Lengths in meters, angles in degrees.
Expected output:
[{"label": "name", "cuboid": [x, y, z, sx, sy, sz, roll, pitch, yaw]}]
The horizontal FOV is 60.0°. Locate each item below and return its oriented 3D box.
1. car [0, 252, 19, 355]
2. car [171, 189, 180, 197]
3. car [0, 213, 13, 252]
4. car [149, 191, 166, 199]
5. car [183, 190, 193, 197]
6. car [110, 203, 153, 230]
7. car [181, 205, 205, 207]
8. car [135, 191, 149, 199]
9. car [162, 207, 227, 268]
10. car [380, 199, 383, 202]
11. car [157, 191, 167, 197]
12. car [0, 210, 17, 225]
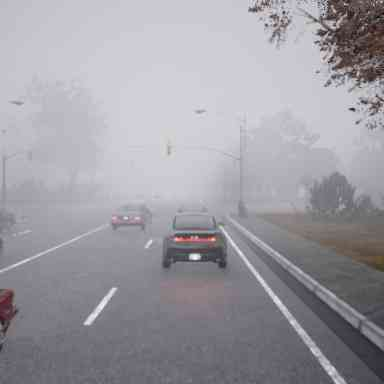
[{"label": "car", "cuboid": [-3.402, 1.592, 2.638, 1.895, 1.301, 4.718, 0, 0, 0]}, {"label": "car", "cuboid": [-4.240, 0.482, 87.381, 2.128, 1.511, 4.902, 0, 1, -4]}, {"label": "car", "cuboid": [-7.114, 1.514, 9.132, 1.994, 1.385, 4.181, 0, 1, 0]}, {"label": "car", "cuboid": [-7.224, 0.802, 69.767, 1.994, 1.385, 4.181, 0, 1, 0]}, {"label": "car", "cuboid": [-0.767, 0.501, 87.922, 1.994, 1.385, 4.181, 0, 1, -4]}, {"label": "car", "cuboid": [-3.462, 1.383, 19.807, 2.033, 1.411, 5.357, 0, 1, 0]}, {"label": "car", "cuboid": [0.054, 1.431, 20.319, 1.895, 1.301, 4.718, 0, 1, 0]}, {"label": "car", "cuboid": [-10.721, 0.847, 69.529, 1.895, 1.301, 4.718, 0, 1, 0]}, {"label": "car", "cuboid": [0.071, 1.435, 11.010, 1.837, 1.490, 4.892, 0, 0, 0]}, {"label": "car", "cuboid": [26.174, 1.080, 41.802, 4.902, 1.511, 2.128, 0, 1, -3]}, {"label": "car", "cuboid": [-7.635, 0.526, 85.316, 2.128, 1.511, 4.902, 0, 1, -2]}, {"label": "car", "cuboid": [-10.605, 1.425, 16.048, 2.033, 1.411, 5.357, 0, 1, 0]}]
